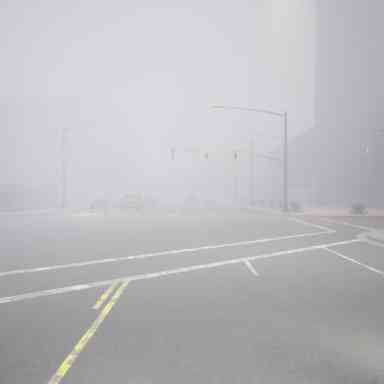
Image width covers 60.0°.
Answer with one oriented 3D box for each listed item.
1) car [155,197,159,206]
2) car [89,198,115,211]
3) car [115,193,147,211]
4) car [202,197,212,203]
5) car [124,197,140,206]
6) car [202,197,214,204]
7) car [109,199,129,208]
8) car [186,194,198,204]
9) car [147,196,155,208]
[{"bbox_3d":[-7.078,1.608,59.187,1.882,1.535,5.008,0,-1,0],"label":"car"},{"bbox_3d":[-10.584,1.456,39.132,2.128,1.511,4.902,0,0,0],"label":"car"},{"bbox_3d":[-7.086,1.192,39.505,2.150,2.045,5.566,0,0,0],"label":"car"},{"bbox_3d":[3.468,1.778,78.012,2.033,1.411,5.357,0,-1,0],"label":"car"},{"bbox_3d":[-10.575,1.602,58.549,1.882,1.535,5.008,0,-1,0],"label":"car"},{"bbox_3d":[3.472,1.740,68.010,1.812,1.442,4.674,0,-1,0],"label":"car"},{"bbox_3d":[-10.582,1.631,48.405,1.895,1.301,4.718,0,0,0],"label":"car"},{"bbox_3d":[-0.028,1.432,67.625,2.150,2.045,5.566,0,-1,0],"label":"car"},{"bbox_3d":[-7.078,1.388,49.145,2.097,1.767,4.553,0,-1,-1],"label":"car"}]
